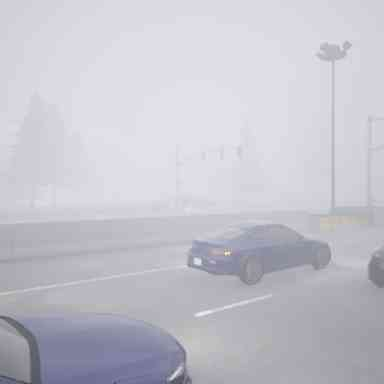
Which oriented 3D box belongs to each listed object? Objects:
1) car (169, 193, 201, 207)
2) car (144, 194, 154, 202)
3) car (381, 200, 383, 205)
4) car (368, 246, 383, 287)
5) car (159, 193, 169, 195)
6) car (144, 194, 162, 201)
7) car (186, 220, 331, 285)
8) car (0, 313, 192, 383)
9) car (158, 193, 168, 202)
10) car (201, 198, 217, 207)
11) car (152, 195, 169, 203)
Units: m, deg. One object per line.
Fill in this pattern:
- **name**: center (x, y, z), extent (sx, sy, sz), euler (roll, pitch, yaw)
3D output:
- **car**: center (-1.273, 1.290, 53.979), extent (2.150, 2.045, 5.566), euler (0, 0, -28)
- **car**: center (-10.604, 1.443, 81.594), extent (2.097, 1.767, 4.553), euler (0, 0, -11)
- **car**: center (35.957, 1.714, 59.677), extent (4.718, 1.301, 1.895), euler (0, 0, -35)
- **car**: center (6.179, 1.586, 8.170), extent (4.181, 1.385, 1.994), euler (0, 0, -35)
- **car**: center (-5.177, 1.312, 72.941), extent (2.150, 2.045, 5.566), euler (0, 0, -18)
- **car**: center (-8.524, 1.619, 71.906), extent (2.033, 1.411, 5.357), euler (0, 0, -18)
- **car**: center (2.014, 1.542, 9.493), extent (4.674, 1.442, 1.812), euler (0, 0, -35)
- **car**: center (-2.137, 1.524, 2.191), extent (4.674, 1.442, 1.812), euler (0, 0, -36)
- **car**: center (-7.302, 1.321, 83.129), extent (2.150, 2.045, 5.566), euler (0, 0, -11)
- **car**: center (2.083, 1.624, 55.038), extent (2.033, 1.411, 5.357), euler (0, 0, -29)
- **car**: center (-5.437, 1.673, 62.799), extent (1.895, 1.301, 4.718), euler (0, 0, -22)
